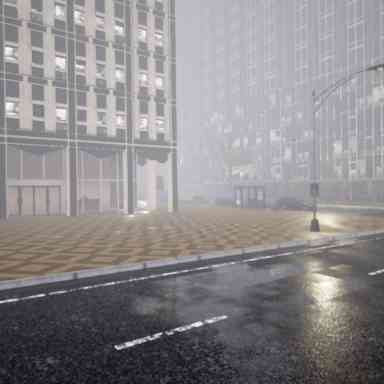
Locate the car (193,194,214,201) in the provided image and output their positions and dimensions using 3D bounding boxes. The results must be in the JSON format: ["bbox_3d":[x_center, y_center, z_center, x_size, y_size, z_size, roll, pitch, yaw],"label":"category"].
[{"bbox_3d":[2.191,1.024,63.874,1.802,1.307,4.206,-1,1,-35],"label":"car"}]

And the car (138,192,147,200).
[{"bbox_3d":[-11.155,1.025,68.494,2.008,1.369,4.403,-1,1,-35],"label":"car"}]

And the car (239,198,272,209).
[{"bbox_3d":[8.072,1.373,40.333,1.802,1.307,4.206,-1,1,-34],"label":"car"}]

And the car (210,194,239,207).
[{"bbox_3d":[4.901,1.305,45.049,1.947,1.339,4.313,-1,1,-34],"label":"car"}]

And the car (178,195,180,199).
[{"bbox_3d":[-4.249,0.917,73.241,1.802,1.307,4.206,-1,1,-35],"label":"car"}]

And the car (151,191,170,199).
[{"bbox_3d":[-7.470,0.596,77.921,2.192,1.841,5.009,-1,1,-35],"label":"car"}]

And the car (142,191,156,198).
[{"bbox_3d":[-10.690,0.667,82.606,1.967,1.590,4.097,-1,1,-34],"label":"car"}]

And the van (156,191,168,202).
[{"bbox_3d":[-4.714,0.922,59.125,1.690,1.788,3.998,-1,1,-34],"label":"van"}]

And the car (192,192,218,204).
[{"bbox_3d":[1.733,1.134,54.342,1.812,1.442,4.674,-1,1,-34],"label":"car"}]

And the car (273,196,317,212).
[{"bbox_3d":[11.279,1.409,35.637,1.947,1.339,4.313,-1,1,-35],"label":"car"}]

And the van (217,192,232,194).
[{"bbox_3d":[5.410,0.836,59.187,1.690,1.788,3.998,-1,1,-35],"label":"van"}]
